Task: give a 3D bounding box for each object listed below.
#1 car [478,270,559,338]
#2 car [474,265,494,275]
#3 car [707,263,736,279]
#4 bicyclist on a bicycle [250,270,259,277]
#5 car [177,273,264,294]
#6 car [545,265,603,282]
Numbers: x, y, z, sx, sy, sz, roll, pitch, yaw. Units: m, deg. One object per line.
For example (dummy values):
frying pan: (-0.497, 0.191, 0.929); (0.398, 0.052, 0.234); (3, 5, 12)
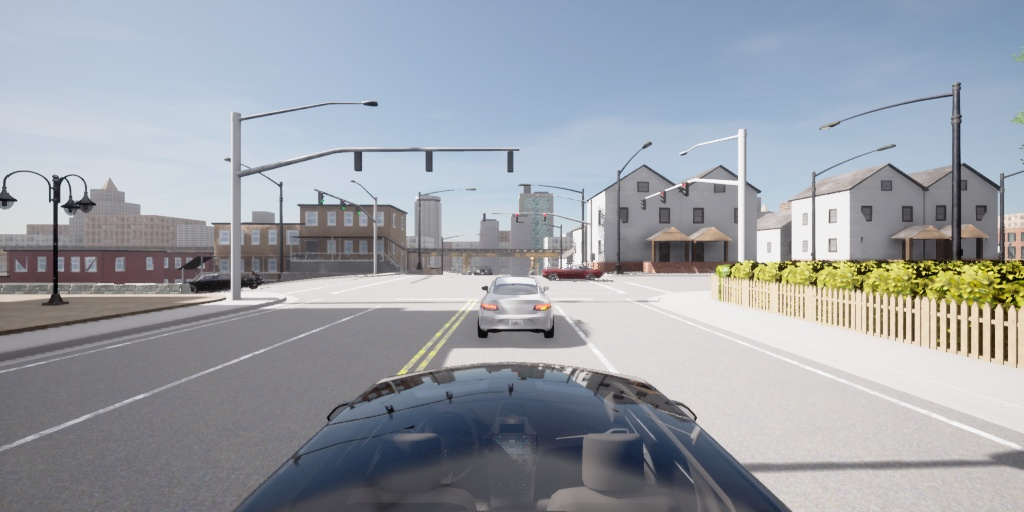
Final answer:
car: (0.103, 1.276, 10.034); (1.812, 1.442, 4.674); (0, 0, 0)
car: (-3.512, 2.162, 45.275); (2.150, 2.045, 5.566); (0, -9, 0)
car: (18.240, 1.276, 28.854); (4.674, 1.442, 1.812); (0, 0, -1)
bicyclist on a bicycle: (-25.562, 2.214, 35.616); (0.582, 1.620, 1.656); (-8, 0, 0)
car: (-19.972, 1.845, 24.729); (4.718, 1.301, 1.895); (-4, 0, -1)
car: (4.730, 1.350, 28.706); (4.718, 1.301, 1.895); (1, 0, -1)
